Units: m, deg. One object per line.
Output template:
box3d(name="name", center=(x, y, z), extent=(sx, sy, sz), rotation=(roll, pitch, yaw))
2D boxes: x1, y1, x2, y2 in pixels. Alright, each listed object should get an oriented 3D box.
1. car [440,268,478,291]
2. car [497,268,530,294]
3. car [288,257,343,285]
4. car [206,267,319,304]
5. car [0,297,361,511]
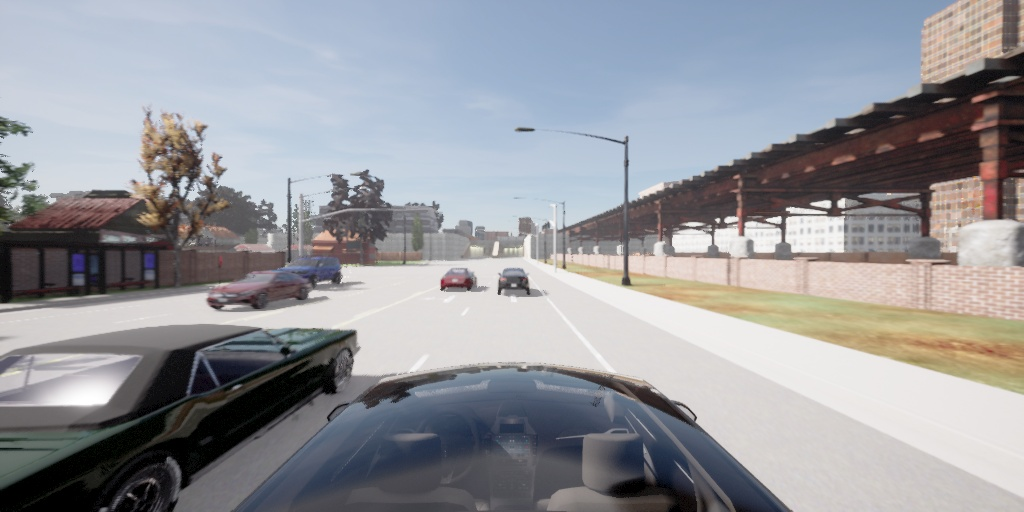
box3d(name="car", center=(-3.397, 1.441, 23.437), extent=(1.994, 1.385, 4.181), rotation=(0, 0, 0))
box3d(name="car", center=(0.102, 1.402, 21.252), extent=(1.812, 1.442, 4.674), rotation=(0, 0, 0))
box3d(name="car", center=(-14.072, 1.107, 25.244), extent=(2.150, 2.045, 5.566), rotation=(0, -1, 0))
box3d(name="car", center=(-10.595, 1.384, 15.466), extent=(1.812, 1.442, 4.674), rotation=(0, -1, 0))
box3d(name="car", center=(-3.400, 1.371, 3.780), extent=(1.895, 1.301, 4.718), rotation=(0, -1, 0))
